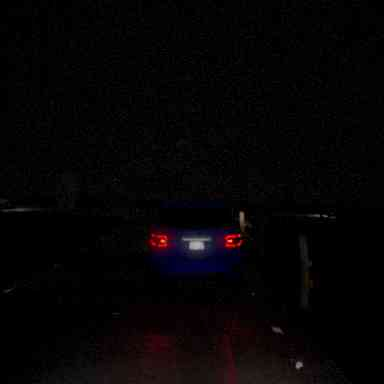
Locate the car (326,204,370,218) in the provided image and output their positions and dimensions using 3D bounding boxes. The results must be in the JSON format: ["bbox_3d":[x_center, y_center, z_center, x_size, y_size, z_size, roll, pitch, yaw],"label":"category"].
[{"bbox_3d":[16.533,1.954,35.286,4.181,1.385,1.994,2,3,0],"label":"car"}]

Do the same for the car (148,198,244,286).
[{"bbox_3d":[0.096,1.187,9.446,2.150,2.045,5.566,0,0,0],"label":"car"}]

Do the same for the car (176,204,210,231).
[{"bbox_3d":[0.003,1.533,21.075,1.895,1.301,4.718,0,0,-1],"label":"car"}]

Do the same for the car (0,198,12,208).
[{"bbox_3d":[-20.134,0.877,32.494,4.674,1.442,1.812,2,3,0],"label":"car"}]

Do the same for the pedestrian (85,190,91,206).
[{"bbox_3d":[-12.047,0.682,38.419,0.375,1.860,0.375,0,1,0],"label":"pedestrian"}]
